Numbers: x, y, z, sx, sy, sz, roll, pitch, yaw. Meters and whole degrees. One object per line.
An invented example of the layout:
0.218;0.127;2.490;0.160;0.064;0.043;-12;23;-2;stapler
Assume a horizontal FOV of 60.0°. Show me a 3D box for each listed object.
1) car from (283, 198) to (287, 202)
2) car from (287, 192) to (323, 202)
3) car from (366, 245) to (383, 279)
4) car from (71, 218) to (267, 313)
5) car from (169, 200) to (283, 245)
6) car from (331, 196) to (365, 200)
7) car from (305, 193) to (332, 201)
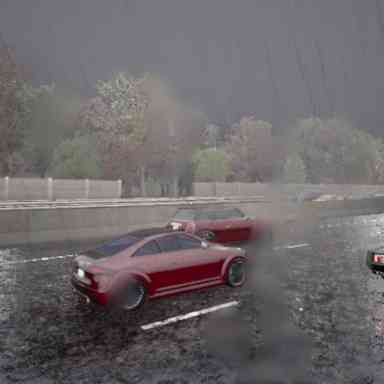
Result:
14.964;1.283;49.009;4.181;1.385;1.994;0;0;-35;car
15.994;0.950;45.452;5.566;2.045;2.150;0;0;-35;car
6.436;1.527;8.337;4.718;1.301;1.895;-1;0;-35;car
-0.531;1.535;7.663;4.181;1.385;1.994;-1;0;-36;car
1.167;1.289;13.177;4.553;1.767;2.097;-1;0;-35;car
19.141;1.280;39.119;5.357;1.411;2.033;0;0;-35;car
16.927;1.212;41.834;5.008;1.535;1.882;-1;0;-35;car
